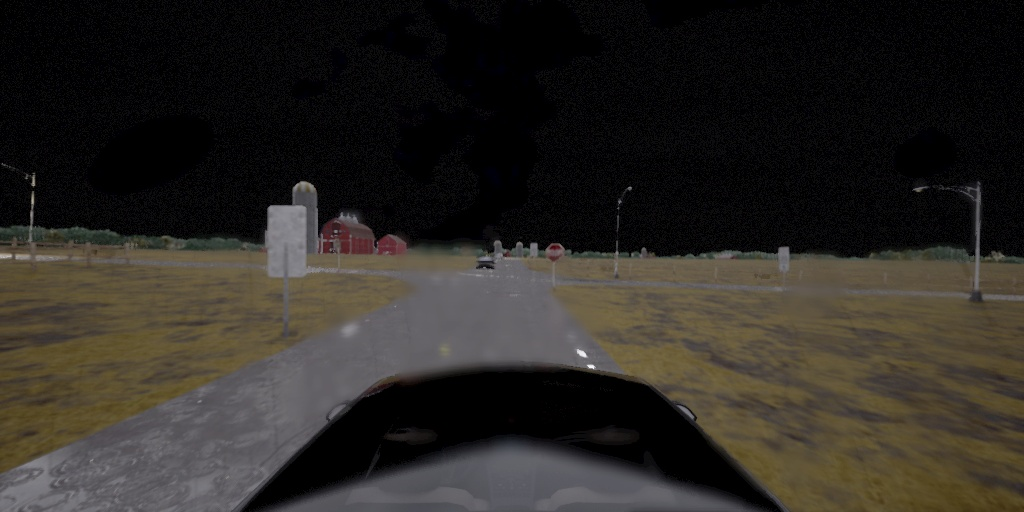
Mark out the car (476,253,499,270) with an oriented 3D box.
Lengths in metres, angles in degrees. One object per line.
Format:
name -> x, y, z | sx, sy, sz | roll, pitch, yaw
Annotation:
car -> -2.762, 0.742, 38.564 | 2.033, 1.411, 5.357 | 0, 1, 0
